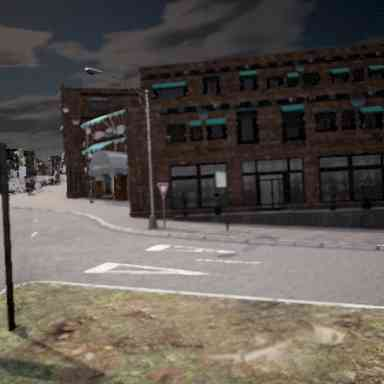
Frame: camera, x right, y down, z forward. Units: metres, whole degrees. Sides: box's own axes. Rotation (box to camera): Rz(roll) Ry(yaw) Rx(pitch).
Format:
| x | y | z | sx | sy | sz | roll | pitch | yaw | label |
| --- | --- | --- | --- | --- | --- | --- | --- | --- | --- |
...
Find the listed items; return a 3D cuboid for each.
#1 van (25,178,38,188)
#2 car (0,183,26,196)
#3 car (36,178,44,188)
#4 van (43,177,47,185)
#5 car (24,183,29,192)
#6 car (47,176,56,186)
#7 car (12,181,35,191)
| x | y | z | sx | sy | sz | roll | pitch | yaw | label |
| --- | --- | --- | --- | --- | --- | --- | --- | --- | --- |
| -35.384 | -1.218 | 69.743 | 4.442 | 1.987 | 1.878 | -4 | 6 | -31 | van |
| -33.618 | -0.222 | 60.789 | 4.892 | 1.521 | 2.231 | -4 | 6 | -31 | car |
| -36.126 | -1.488 | 72.628 | 5.566 | 2.045 | 2.435 | -4 | 6 | -31 | car |
| -37.448 | -1.965 | 78.526 | 4.442 | 1.987 | 1.878 | -4 | 6 | -31 | van |
| -34.229 | -0.438 | 63.762 | 4.674 | 1.452 | 2.002 | -4 | 6 | -31 | car |
| -38.576 | -2.508 | 84.548 | 5.566 | 2.045 | 2.435 | -4 | 6 | -31 | car |
| -35.012 | -0.723 | 66.630 | 5.366 | 1.575 | 1.946 | -4 | 6 | -31 | car |
